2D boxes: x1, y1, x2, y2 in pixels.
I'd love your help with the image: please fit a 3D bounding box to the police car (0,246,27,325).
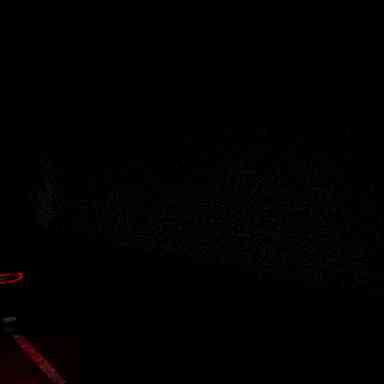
[{"bbox_3d":[-4.840,1.426,6.432,1.930,1.638,5.238,0,0,-43],"label":"police car"}]
